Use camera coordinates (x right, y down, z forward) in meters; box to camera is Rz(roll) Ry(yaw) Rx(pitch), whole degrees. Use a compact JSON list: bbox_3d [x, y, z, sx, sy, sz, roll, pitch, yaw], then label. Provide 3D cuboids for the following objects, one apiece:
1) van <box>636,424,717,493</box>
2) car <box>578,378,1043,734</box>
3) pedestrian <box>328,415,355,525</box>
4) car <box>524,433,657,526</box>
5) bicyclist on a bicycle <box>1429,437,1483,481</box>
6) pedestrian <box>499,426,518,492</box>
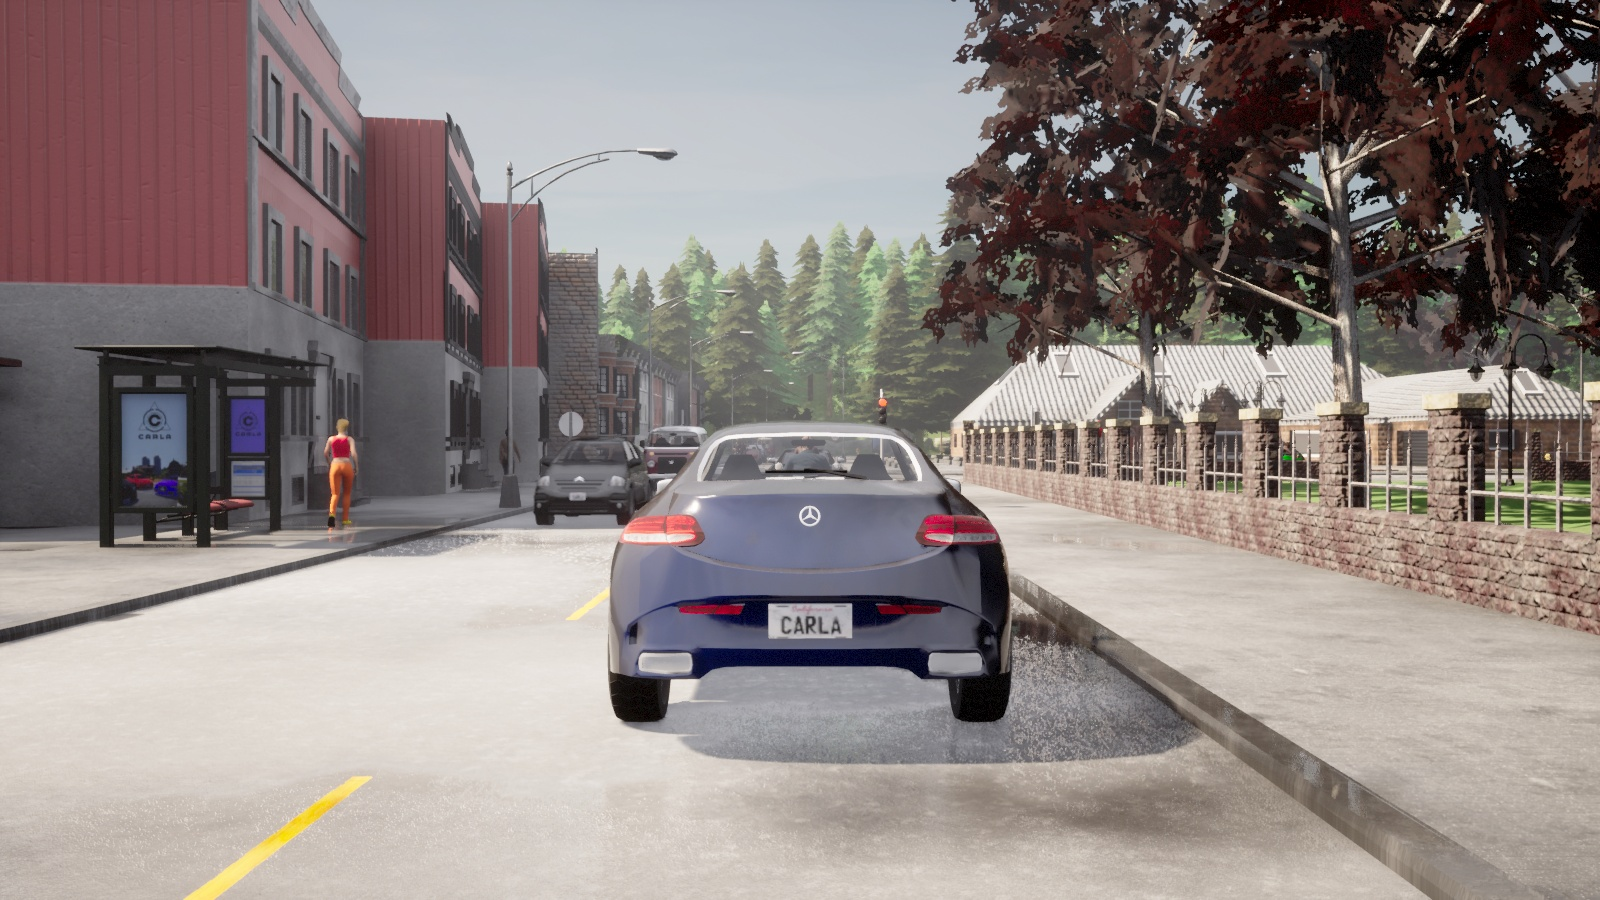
[{"bbox_3d":[-3.790,0.245,39.298,2.069,2.038,4.480,0,0,1],"label":"van"},{"bbox_3d":[0.057,0.478,8.336,2.152,1.651,5.027,0,0,0],"label":"car"},{"bbox_3d":[-7.763,0.330,21.287,0.345,1.836,0.594,0,0,-12],"label":"pedestrian"},{"bbox_3d":[-3.867,0.507,23.833,1.851,1.617,3.988,0,0,0],"label":"car"},{"bbox_3d":[26.748,0.349,51.210,1.843,1.776,0.659,0,0,-1],"label":"bicyclist on a bicycle"},{"bbox_3d":[-8.081,0.253,34.807,0.328,1.805,0.869,0,0,-1],"label":"pedestrian"}]
